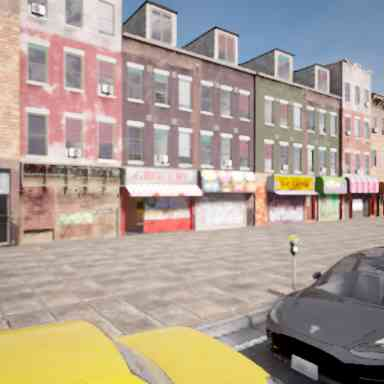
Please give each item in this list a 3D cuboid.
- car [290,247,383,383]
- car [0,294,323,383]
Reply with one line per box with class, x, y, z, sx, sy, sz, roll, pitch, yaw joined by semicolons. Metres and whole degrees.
car;3.025;1.584;4.970;4.313;1.339;1.947;0;0;-35
car;-1.552;1.524;1.706;4.829;1.417;1.752;0;0;-35
